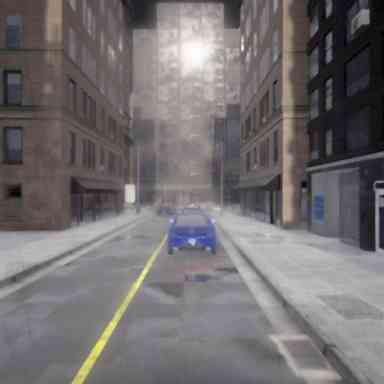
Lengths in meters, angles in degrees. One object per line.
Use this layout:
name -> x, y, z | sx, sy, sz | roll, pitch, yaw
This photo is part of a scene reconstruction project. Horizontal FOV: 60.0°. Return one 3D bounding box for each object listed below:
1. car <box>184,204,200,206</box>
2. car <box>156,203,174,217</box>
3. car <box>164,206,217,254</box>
car -> 0.023, 1.731, 28.514 | 2.128, 1.511, 4.902 | 0, 0, 0
car -> -2.764, 1.895, 35.804 | 1.895, 1.301, 4.718 | 0, 0, 0
car -> 0.027, 1.604, 14.246 | 1.882, 1.535, 5.008 | 0, 0, 1
